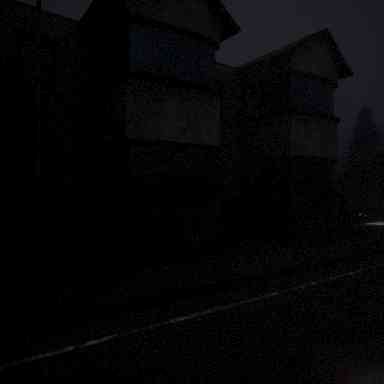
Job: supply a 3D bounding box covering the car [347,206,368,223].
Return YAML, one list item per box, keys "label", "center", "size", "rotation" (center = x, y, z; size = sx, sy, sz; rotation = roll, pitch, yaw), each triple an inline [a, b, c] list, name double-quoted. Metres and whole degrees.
- label: "car"
  center: [11.227, 1.507, 26.199]
  size: [1.837, 1.490, 4.892]
  rotation: [0, -1, -35]
